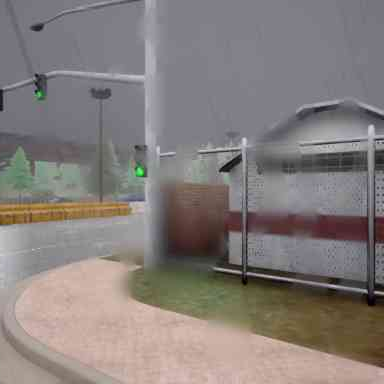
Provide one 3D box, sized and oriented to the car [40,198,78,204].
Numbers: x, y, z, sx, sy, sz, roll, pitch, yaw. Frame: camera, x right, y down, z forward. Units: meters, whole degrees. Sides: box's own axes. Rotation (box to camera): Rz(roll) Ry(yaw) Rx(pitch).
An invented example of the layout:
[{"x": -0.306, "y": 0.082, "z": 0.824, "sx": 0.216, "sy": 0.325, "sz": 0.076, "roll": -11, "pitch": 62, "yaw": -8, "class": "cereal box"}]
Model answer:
[{"x": -15.929, "y": 1.505, "z": 39.646, "sx": 1.837, "sy": 1.490, "sz": 4.892, "roll": 0, "pitch": 0, "yaw": 34, "class": "car"}]
